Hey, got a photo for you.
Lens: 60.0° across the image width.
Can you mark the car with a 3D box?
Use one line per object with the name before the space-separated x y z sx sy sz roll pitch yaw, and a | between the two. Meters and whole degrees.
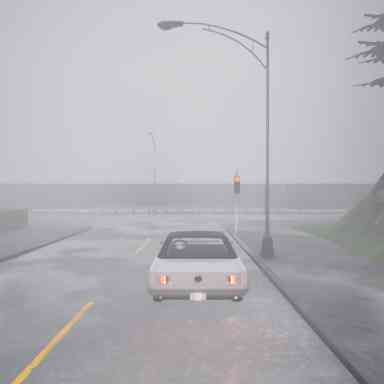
car | 0.116 1.601 8.226 1.895 1.301 4.718 0 0 0
